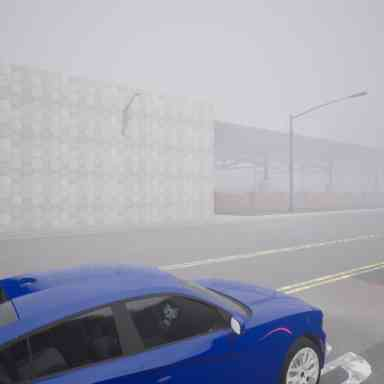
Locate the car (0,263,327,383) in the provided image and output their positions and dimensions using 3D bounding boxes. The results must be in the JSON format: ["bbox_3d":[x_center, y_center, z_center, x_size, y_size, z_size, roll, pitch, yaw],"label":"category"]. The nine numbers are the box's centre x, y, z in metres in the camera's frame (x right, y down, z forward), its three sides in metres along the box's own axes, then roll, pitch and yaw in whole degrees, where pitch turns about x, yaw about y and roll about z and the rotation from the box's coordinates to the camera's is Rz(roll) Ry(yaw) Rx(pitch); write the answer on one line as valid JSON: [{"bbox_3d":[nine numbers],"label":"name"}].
[{"bbox_3d":[-0.691,1.478,3.256,5.008,1.535,1.882,0,0,-36],"label":"car"}]
